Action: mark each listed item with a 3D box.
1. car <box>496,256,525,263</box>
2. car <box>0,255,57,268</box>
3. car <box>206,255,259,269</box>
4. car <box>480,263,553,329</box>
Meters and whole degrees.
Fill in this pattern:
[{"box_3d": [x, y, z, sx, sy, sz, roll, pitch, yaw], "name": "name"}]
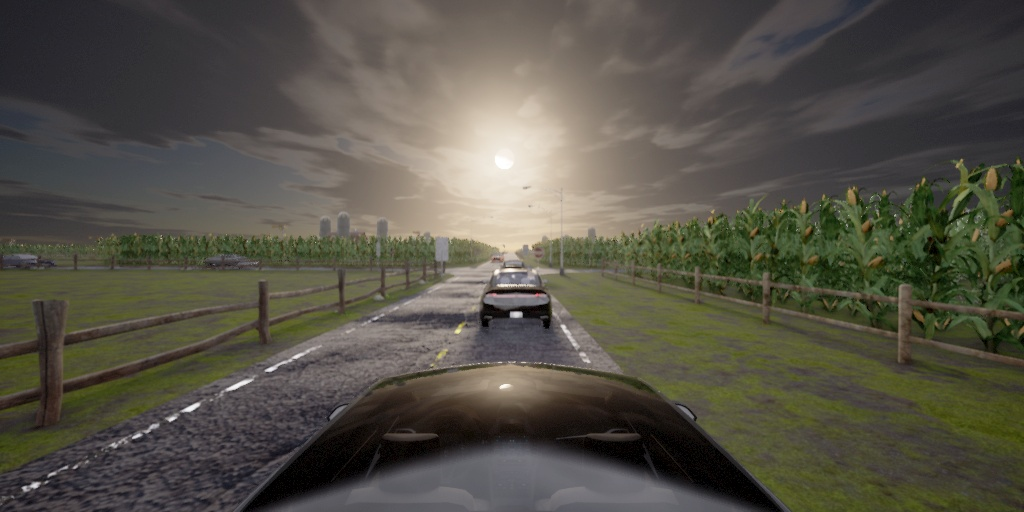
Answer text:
[{"box_3d": [0.154, 0.964, 24.350, 1.837, 1.490, 4.892, 0, 1, 1], "name": "car"}, {"box_3d": [-51.595, 0.552, 37.813, 5.357, 1.411, 2.033, 0, 0, 1], "name": "car"}, {"box_3d": [-29.090, 0.606, 37.483, 4.902, 1.511, 2.128, 0, 0, 1], "name": "car"}, {"box_3d": [0.104, 1.127, 10.794, 2.128, 1.511, 4.902, 0, 1, 0], "name": "car"}]
